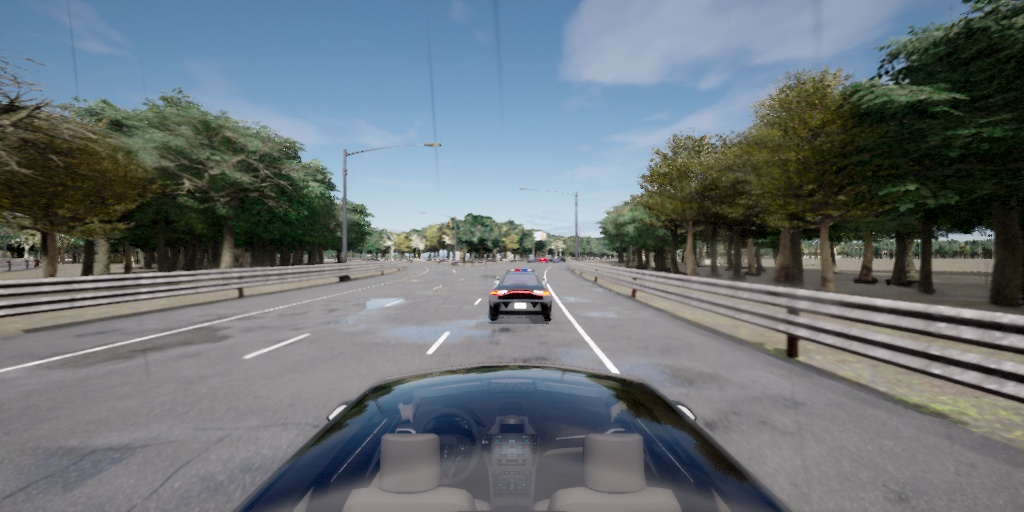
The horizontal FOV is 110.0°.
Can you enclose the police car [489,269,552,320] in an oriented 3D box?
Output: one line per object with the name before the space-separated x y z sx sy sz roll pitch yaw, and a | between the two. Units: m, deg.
police car | 0.312 1.250 12.722 2.038 1.542 4.974 0 0 2
